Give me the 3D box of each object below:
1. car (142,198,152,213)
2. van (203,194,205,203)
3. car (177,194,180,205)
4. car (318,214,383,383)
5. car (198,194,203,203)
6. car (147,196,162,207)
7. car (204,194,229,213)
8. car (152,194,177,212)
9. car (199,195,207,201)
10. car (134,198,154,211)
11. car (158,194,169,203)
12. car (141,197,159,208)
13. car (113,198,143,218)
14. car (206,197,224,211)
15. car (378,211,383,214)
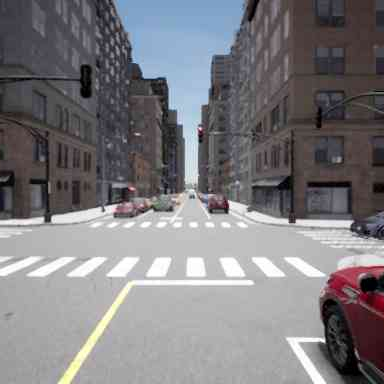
[{"bbox_3d":[-5.775,1.358,35.016,1.967,1.590,4.097,-1,0,0],"label":"car"},{"bbox_3d":[2.748,1.239,46.026,1.690,1.788,3.998,-1,0,0],"label":"van"},{"bbox_3d":[-3.064,1.238,53.960,2.097,1.767,4.553,0,0,0],"label":"car"},{"bbox_3d":[2.750,1.309,2.573,2.192,1.841,5.009,-1,0,0],"label":"car"},{"bbox_3d":[2.750,1.426,62.541,2.008,1.369,4.403,-1,0,0],"label":"car"},{"bbox_3d":[-5.775,1.415,51.361,1.752,1.417,4.829,-1,0,0],"label":"car"},{"bbox_3d":[2.749,1.233,35.017,2.192,1.841,5.009,-1,0,0],"label":"car"},{"bbox_3d":[-3.093,1.267,36.868,2.097,1.767,4.553,0,0,0],"label":"car"},{"bbox_3d":[2.749,1.400,84.562,1.887,1.381,4.507,-1,0,0],"label":"car"},{"bbox_3d":[-5.774,1.433,40.350,1.752,1.417,4.829,-1,0,0],"label":"car"},{"bbox_3d":[-5.777,1.310,68.046,1.967,1.590,4.097,-1,0,0],"label":"car"},{"bbox_3d":[-5.774,1.464,46.025,1.947,1.339,4.313,-1,0,0],"label":"car"},{"bbox_3d":[-5.773,1.511,29.511,1.802,1.307,4.206,-1,0,0],"label":"car"},{"bbox_3d":[2.751,1.433,40.692,1.752,1.417,4.829,-1,0,0],"label":"car"},{"bbox_3d":[10.269,1.605,16.759,4.181,1.385,1.994,0,1,-7],"label":"car"}]
